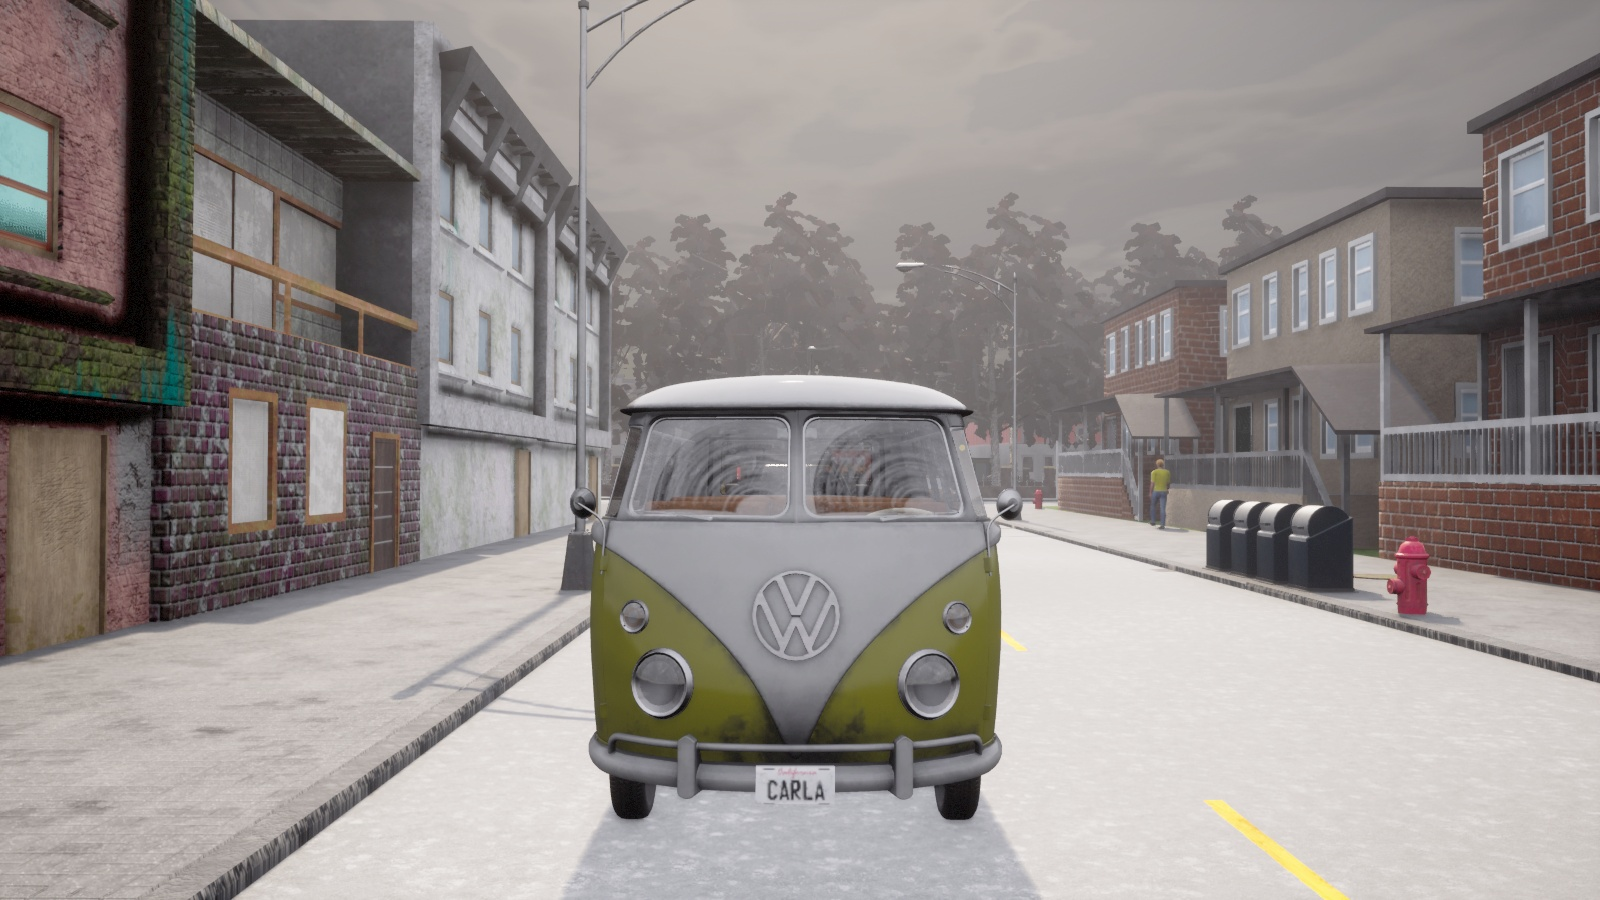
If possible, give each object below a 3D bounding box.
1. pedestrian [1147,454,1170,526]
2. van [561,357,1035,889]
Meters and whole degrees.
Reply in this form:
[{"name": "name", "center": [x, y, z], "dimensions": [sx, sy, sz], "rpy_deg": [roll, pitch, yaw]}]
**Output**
[{"name": "pedestrian", "center": [9.283, 1.032, 32.524], "dimensions": [0.354, 1.836, 0.706], "rpy_deg": [0, -1, -1]}, {"name": "van", "center": [-0.016, 0.684, 6.936], "dimensions": [1.775, 1.987, 4.442], "rpy_deg": [0, -1, 0]}]
